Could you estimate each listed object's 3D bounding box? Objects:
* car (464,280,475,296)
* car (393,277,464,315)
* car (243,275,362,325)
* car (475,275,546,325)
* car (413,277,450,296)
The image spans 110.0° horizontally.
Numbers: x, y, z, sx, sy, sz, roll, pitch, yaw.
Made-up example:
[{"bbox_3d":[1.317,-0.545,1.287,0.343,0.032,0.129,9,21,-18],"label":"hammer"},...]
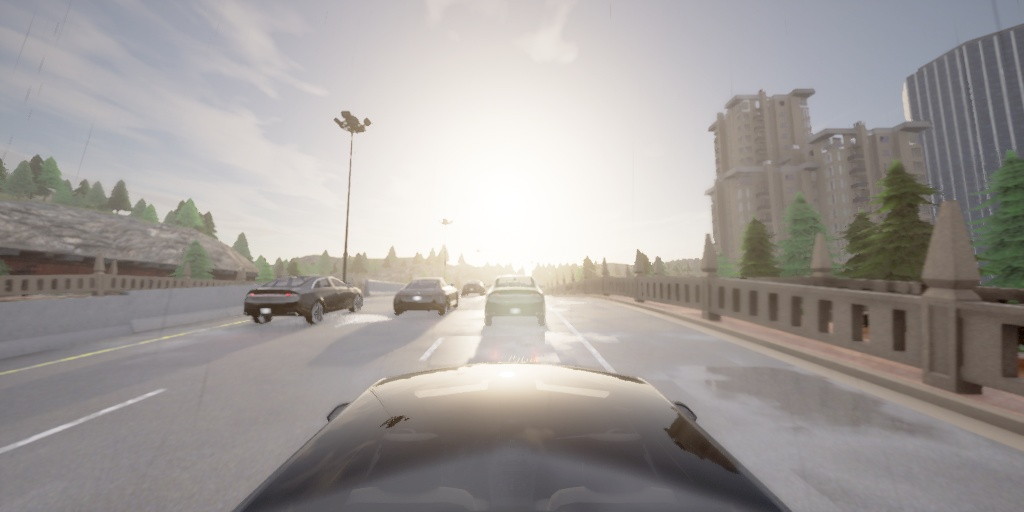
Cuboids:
[{"bbox_3d":[-3.417,2.910,32.662,1.812,1.442,4.674,0,-6,0],"label":"car"},{"bbox_3d":[-3.408,1.576,14.896,1.994,1.385,4.181,0,-2,0],"label":"car"},{"bbox_3d":[-6.906,1.410,12.483,2.128,1.511,4.902,0,-2,0],"label":"car"},{"bbox_3d":[0.093,1.409,12.455,2.128,1.511,4.902,0,-2,0],"label":"car"},{"bbox_3d":[-6.917,2.752,31.507,2.128,1.511,4.902,0,-6,0],"label":"car"}]
